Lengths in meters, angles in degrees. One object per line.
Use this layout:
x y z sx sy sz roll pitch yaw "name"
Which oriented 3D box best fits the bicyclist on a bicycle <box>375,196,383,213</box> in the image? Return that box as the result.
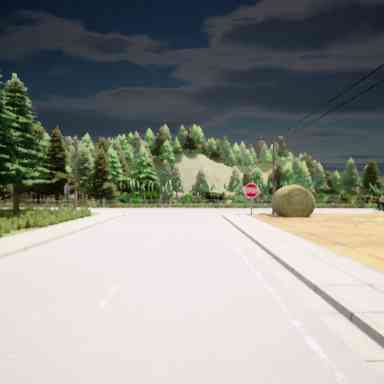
18.401 1.240 32.665 0.582 1.620 1.656 0 0 3 "bicyclist on a bicycle"
